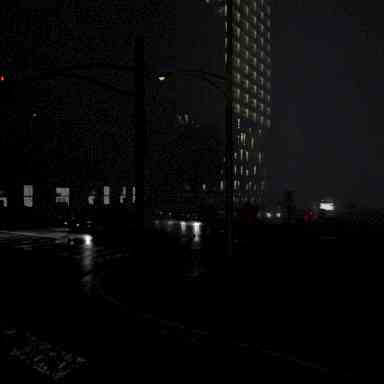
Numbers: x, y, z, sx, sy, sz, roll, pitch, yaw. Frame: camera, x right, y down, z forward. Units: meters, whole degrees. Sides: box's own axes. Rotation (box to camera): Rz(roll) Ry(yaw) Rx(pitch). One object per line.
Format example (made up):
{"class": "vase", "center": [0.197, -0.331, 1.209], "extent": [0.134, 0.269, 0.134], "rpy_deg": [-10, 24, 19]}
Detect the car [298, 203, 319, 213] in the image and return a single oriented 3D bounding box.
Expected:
{"class": "car", "center": [19.164, 2.576, 54.737], "extent": [2.033, 1.411, 5.357], "rpy_deg": [0, -1, 33]}

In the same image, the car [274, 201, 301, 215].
{"class": "car", "center": [13.630, 2.395, 46.075], "extent": [2.033, 1.411, 5.357], "rpy_deg": [0, -1, 33]}

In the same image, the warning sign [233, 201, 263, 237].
{"class": "warning sign", "center": [3.109, 1.454, 18.570], "extent": [1.300, 1.860, 1.060], "rpy_deg": [1, 1, 33]}

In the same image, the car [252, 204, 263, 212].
{"class": "car", "center": [10.739, 2.525, 53.677], "extent": [1.895, 1.301, 4.718], "rpy_deg": [0, -1, 33]}

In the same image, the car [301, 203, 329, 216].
{"class": "car", "center": [16.496, 2.456, 44.519], "extent": [1.895, 1.301, 4.718], "rpy_deg": [0, -1, 33]}

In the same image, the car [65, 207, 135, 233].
{"class": "car", "center": [-5.681, 1.805, 22.413], "extent": [1.837, 1.490, 4.892], "rpy_deg": [0, -1, 33]}

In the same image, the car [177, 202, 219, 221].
{"class": "car", "center": [0.944, 2.021, 32.673], "extent": [1.837, 1.490, 4.892], "rpy_deg": [0, 0, 33]}

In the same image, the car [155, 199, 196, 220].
{"class": "car", "center": [-1.491, 1.743, 34.896], "extent": [2.150, 2.045, 5.566], "rpy_deg": [0, -1, 33]}

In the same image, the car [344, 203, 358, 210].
{"class": "car", "center": [31.480, 2.837, 65.732], "extent": [1.812, 1.442, 4.674], "rpy_deg": [0, -1, 33]}

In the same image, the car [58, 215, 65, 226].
{"class": "car", "center": [-7.697, 1.921, 25.279], "extent": [1.895, 1.301, 4.718], "rpy_deg": [0, -1, 33]}

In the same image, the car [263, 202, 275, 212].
{"class": "car", "center": [13.228, 2.272, 51.552], "extent": [2.097, 1.767, 4.553], "rpy_deg": [0, -1, 33]}

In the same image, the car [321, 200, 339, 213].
{"class": "car", "center": [21.914, 2.254, 53.003], "extent": [2.150, 2.045, 5.566], "rpy_deg": [0, -1, 33]}
